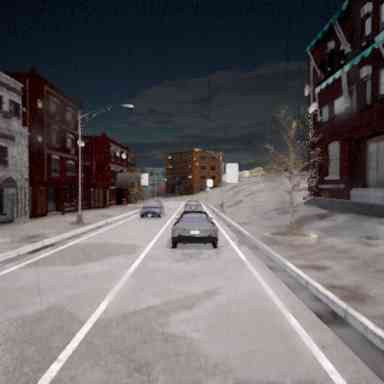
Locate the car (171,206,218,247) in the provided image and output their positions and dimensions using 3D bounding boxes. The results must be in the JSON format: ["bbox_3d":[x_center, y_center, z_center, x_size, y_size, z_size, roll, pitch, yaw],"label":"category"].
[{"bbox_3d":[0.111,1.562,15.139,1.994,1.385,4.181,0,0,0],"label":"car"}]

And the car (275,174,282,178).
[{"bbox_3d":[22.498,-3.760,80.363,2.097,1.535,5.008,0,1,-4],"label":"car"}]

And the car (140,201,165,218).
[{"bbox_3d":[-3.482,1.546,30.149,2.033,1.411,5.357,0,0,0],"label":"car"}]

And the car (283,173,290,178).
[{"bbox_3d":[22.963,-3.785,74.858,2.185,1.767,4.553,0,1,-5],"label":"car"}]

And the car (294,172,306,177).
[{"bbox_3d":[23.579,-3.526,69.166,2.163,1.488,4.792,0,1,-6],"label":"car"}]

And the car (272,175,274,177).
[{"bbox_3d":[22.149,-3.821,85.901,2.002,1.452,4.674,0,1,-2],"label":"car"}]

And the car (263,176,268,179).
[{"bbox_3d":[21.919,-3.957,91.443,2.231,1.521,4.892,0,1,-1],"label":"car"}]

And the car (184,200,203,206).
[{"bbox_3d":[0.120,1.542,32.981,2.033,1.411,5.357,0,0,0],"label":"car"}]
